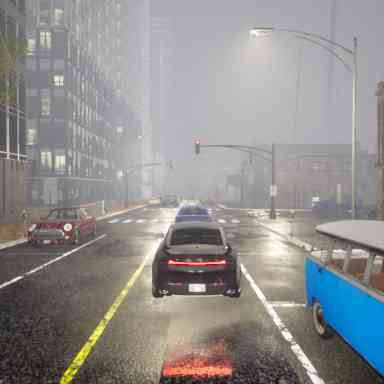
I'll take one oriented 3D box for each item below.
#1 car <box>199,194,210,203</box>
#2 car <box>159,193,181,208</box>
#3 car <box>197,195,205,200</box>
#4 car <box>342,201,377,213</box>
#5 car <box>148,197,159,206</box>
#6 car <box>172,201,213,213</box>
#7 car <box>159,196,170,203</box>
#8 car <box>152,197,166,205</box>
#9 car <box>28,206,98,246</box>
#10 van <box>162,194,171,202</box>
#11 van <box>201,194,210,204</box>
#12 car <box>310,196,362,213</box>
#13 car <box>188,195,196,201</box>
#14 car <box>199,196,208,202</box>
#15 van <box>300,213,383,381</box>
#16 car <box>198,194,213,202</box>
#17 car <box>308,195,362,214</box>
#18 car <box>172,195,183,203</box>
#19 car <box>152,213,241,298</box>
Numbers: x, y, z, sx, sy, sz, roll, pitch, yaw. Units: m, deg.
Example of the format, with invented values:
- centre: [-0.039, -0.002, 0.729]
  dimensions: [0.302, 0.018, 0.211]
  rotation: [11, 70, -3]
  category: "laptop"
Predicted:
- centre: [2.587, 1.298, 69.921]
  dimensions: [2.192, 1.841, 5.009]
  rotation: [-1, 0, 0]
  category: "car"
- centre: [-3.171, 1.212, 48.883]
  dimensions: [2.150, 2.045, 5.566]
  rotation: [0, 0, 0]
  category: "car"
- centre: [2.563, 1.531, 92.498]
  dimensions: [2.008, 1.369, 4.403]
  rotation: [-1, 0, 0]
  category: "car"
- centre: [16.379, 1.793, 29.985]
  dimensions: [4.313, 1.339, 1.947]
  rotation: [1, 0, 1]
  category: "car"
- centre: [-5.906, 1.512, 52.864]
  dimensions: [1.752, 1.417, 4.829]
  rotation: [-1, 0, 0]
  category: "car"
- centre: [0.069, 1.472, 17.982]
  dimensions: [1.882, 1.535, 5.008]
  rotation: [0, 0, 0]
  category: "car"
- centre: [-5.756, 1.549, 69.966]
  dimensions: [1.947, 1.339, 4.313]
  rotation: [-1, 0, 0]
  category: "car"
- centre: [-5.742, 1.551, 58.677]
  dimensions: [1.947, 1.339, 4.313]
  rotation: [-1, 0, 0]
  category: "car"
- centre: [-5.723, 1.436, 15.086]
  dimensions: [1.967, 1.590, 4.097]
  rotation: [-1, 0, 0]
  category: "car"
- centre: [-5.767, 1.323, 75.610]
  dimensions: [1.690, 1.788, 3.998]
  rotation: [-1, 0, 0]
  category: "van"
- centre: [2.594, 1.325, 64.278]
  dimensions: [1.690, 1.788, 3.998]
  rotation: [-1, 0, 0]
  category: "van"
- centre: [16.478, 1.411, 38.362]
  dimensions: [5.009, 1.841, 2.192]
  rotation: [1, 0, 1]
  category: "car"
- centre: [-0.100, 1.480, 79.560]
  dimensions: [1.837, 1.490, 4.892]
  rotation: [0, 0, 0]
  category: "car"
- centre: [2.584, 1.564, 75.565]
  dimensions: [1.802, 1.307, 4.206]
  rotation: [-1, 0, 0]
  category: "car"
- centre: [2.669, 1.340, 4.013]
  dimensions: [1.690, 1.788, 3.998]
  rotation: [-1, 0, 0]
  category: "van"
- centre: [2.603, 1.425, 58.633]
  dimensions: [1.967, 1.590, 4.097]
  rotation: [-1, 0, 0]
  category: "car"
- centre: [15.504, 1.349, 35.776]
  dimensions: [5.566, 2.045, 2.150]
  rotation: [1, 1, 1]
  category: "car"
- centre: [-3.089, 1.508, 71.377]
  dimensions: [2.128, 1.511, 4.902]
  rotation: [0, 0, 0]
  category: "car"
- centre: [0.087, 1.502, 8.495]
  dimensions: [1.837, 1.490, 4.892]
  rotation: [0, 0, 0]
  category: "car"
